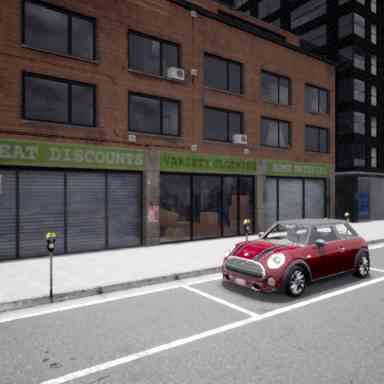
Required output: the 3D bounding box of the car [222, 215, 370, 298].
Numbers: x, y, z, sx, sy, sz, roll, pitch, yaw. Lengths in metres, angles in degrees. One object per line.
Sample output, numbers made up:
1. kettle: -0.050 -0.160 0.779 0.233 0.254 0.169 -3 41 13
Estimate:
1. car: 2.684 1.438 8.444 4.097 1.590 1.967 0 0 -35
